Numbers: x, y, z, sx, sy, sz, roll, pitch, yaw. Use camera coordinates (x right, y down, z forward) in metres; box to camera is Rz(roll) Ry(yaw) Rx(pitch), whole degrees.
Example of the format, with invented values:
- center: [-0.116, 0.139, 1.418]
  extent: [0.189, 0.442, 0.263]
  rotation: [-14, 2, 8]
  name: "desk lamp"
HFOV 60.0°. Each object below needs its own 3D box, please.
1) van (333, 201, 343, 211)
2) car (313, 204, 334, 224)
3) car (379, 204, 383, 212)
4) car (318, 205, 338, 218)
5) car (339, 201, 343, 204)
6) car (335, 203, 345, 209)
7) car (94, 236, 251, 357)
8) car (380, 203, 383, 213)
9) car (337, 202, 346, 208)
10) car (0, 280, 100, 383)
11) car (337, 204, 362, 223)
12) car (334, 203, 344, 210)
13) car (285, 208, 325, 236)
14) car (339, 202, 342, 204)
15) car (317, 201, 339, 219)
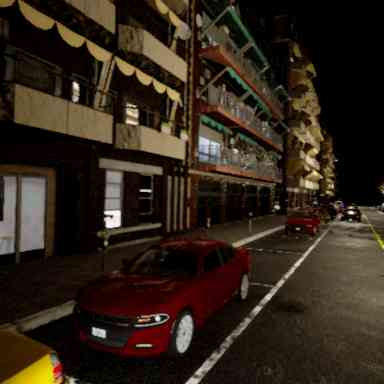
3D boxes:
- center: [28.921, 2.719, 65.844]
  extent: [1.690, 1.788, 3.998]
  rotation: [1, -1, 26]
  name: "van"
- center: [11.861, 2.113, 30.937]
  extent: [1.752, 1.417, 4.829]
  rotation: [1, -1, 26]
  name: "car"
- center: [38.943, 3.193, 67.276]
  extent: [1.752, 1.417, 4.829]
  rotation: [1, -1, 26]
  name: "car"
- center: [16.788, 2.362, 41.018]
  extent: [2.008, 1.369, 4.403]
  rotation: [1, -1, 26]
  name: "car"
- center: [21.641, 2.476, 50.947]
  extent: [1.967, 1.590, 4.097]
  rotation: [1, -1, 26]
  name: "car"
- center: [33.766, 3.191, 75.768]
  extent: [1.802, 1.307, 4.206]
  rotation: [1, -1, 26]
  name: "car"
- center: [-0.195, 1.593, 6.266]
  extent: [1.887, 1.381, 4.507]
  rotation: [1, -1, 26]
  name: "car"
- center: [34.019, 2.874, 57.196]
  extent: [1.967, 1.590, 4.097]
  rotation: [1, -1, 26]
  name: "car"
- center: [38.619, 3.408, 85.698]
  extent: [1.947, 1.339, 4.313]
  rotation: [1, -1, 26]
  name: "car"
- center: [-2.694, 1.464, 1.149]
  extent: [1.752, 1.417, 4.829]
  rotation: [1, -1, 26]
  name: "car"
- center: [16.390, 2.287, 34.240]
  extent: [2.033, 1.411, 5.357]
  rotation: [1, -1, 26]
  name: "car"
- center: [31.341, 3.075, 70.804]
  extent: [1.802, 1.307, 4.206]
  rotation: [1, -1, 26]
  name: "car"
- center: [7.083, 1.916, 21.160]
  extent: [1.887, 1.381, 4.507]
  rotation: [1, -1, 26]
  name: "car"
- center: [19.213, 2.474, 45.983]
  extent: [2.008, 1.369, 4.403]
  rotation: [1, -1, 26]
  name: "car"
- center: [14.366, 2.016, 36.056]
  extent: [2.192, 1.841, 5.009]
  rotation: [1, -1, 26]
  name: "car"
